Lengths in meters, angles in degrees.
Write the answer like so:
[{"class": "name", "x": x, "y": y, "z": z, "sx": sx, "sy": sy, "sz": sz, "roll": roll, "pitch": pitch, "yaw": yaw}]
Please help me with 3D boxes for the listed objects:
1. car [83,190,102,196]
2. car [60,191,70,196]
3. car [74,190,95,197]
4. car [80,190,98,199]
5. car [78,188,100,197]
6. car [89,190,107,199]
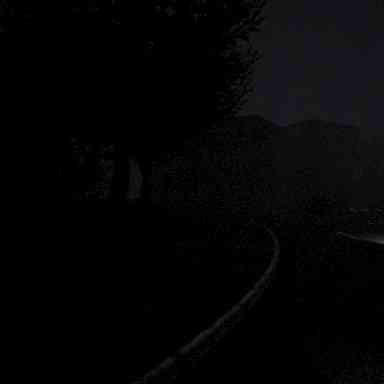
[{"class": "car", "x": -27.295, "y": 0.298, "z": 91.591, "sx": 4.892, "sy": 1.521, "sz": 2.231, "roll": 2, "pitch": 0, "yaw": -17}, {"class": "car", "x": -28.197, "y": -0.177, "z": 70.811, "sx": 5.566, "sy": 2.045, "sz": 2.435, "roll": 3, "pitch": -1, "yaw": -18}, {"class": "car", "x": -27.649, "y": 0.308, "z": 85.635, "sx": 4.792, "sy": 1.488, "sz": 2.163, "roll": 3, "pitch": 0, "yaw": -17}, {"class": "car", "x": -18.658, "y": 0.451, "z": 60.286, "sx": 1.837, "sy": 1.490, "sz": 4.892, "roll": 3, "pitch": -1, "yaw": -2}, {"class": "car", "x": -27.476, "y": 0.041, "z": 88.605, "sx": 5.566, "sy": 2.045, "sz": 2.435, "roll": 3, "pitch": 0, "yaw": -17}, {"class": "car", "x": -15.260, "y": 0.536, "z": 54.176, "sx": 1.837, "sy": 1.490, "sz": 4.892, "roll": 2, "pitch": -1, "yaw": -13}]
